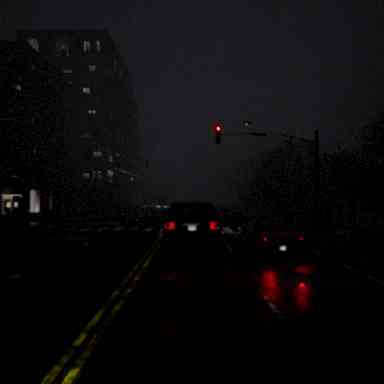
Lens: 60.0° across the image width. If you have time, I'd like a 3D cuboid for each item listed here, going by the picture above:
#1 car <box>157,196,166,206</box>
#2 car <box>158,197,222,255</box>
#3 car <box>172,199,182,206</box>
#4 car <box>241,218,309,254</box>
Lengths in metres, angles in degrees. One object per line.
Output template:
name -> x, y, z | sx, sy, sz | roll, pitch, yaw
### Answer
car -> -6.471, 1.955, 73.408 | 2.150, 2.045, 5.566 | 0, -1, 0
car -> 0.007, 1.351, 14.000 | 2.150, 2.045, 5.566 | 0, 0, 0
car -> -3.221, 2.283, 73.433 | 1.994, 1.385, 4.181 | 0, -1, 0
car -> 3.258, 1.736, 14.093 | 1.895, 1.301, 4.718 | 0, -1, 0
